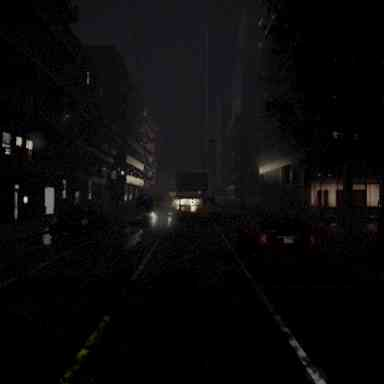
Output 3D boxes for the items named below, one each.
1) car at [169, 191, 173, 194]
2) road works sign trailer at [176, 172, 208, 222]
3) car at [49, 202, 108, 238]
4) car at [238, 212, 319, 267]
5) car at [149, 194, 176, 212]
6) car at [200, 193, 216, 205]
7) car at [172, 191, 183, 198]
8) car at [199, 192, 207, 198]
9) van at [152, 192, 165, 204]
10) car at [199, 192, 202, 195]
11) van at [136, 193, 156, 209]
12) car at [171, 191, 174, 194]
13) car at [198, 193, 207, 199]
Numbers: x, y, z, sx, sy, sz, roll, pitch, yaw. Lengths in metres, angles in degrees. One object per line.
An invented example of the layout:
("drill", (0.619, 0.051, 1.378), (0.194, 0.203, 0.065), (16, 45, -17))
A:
("car", (-5.669, 1.141, 68.357), (2.008, 1.369, 4.403), (1, 0, 0))
("road works sign trailer", (0.002, 0.335, 24.759), (2.380, 3.560, 2.880), (0, 0, 0))
("car", (-5.673, 1.354, 17.065), (1.967, 1.590, 4.097), (1, 0, 0))
("car", (2.706, 1.385, 11.255), (1.967, 1.590, 4.097), (1, 0, 0))
("car", (-3.092, 1.280, 35.919), (1.882, 1.535, 5.008), (0, 0, 0))
("car", (2.710, 1.258, 51.145), (2.008, 1.369, 4.403), (1, 0, 0))
("car", (-2.993, 0.773, 77.219), (1.882, 1.535, 5.008), (0, 0, 0))
("car", (2.710, 1.221, 56.842), (2.008, 1.369, 4.403), (1, 0, 0))
("van", (-5.666, 1.010, 56.958), (1.690, 1.788, 3.998), (1, 0, 0))
("car", (2.711, 1.176, 62.540), (1.887, 1.381, 4.507), (1, 0, 0))
("van", (-5.668, 1.120, 39.860), (1.690, 1.788, 3.998), (1, 0, 0))
("car", (-5.669, 1.131, 74.054), (1.802, 1.307, 4.206), (1, 0, 0))
("car", (2.713, 1.018, 85.332), (2.008, 1.369, 4.403), (1, 0, 0))
